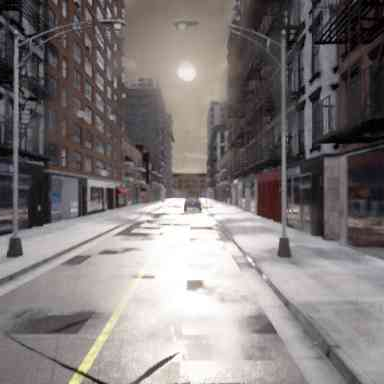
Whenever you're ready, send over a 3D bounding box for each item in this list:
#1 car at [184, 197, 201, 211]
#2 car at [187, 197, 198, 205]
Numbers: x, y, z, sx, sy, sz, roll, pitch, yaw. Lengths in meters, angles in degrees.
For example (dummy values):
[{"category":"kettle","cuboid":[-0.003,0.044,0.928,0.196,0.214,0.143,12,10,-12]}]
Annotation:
[{"category":"car","cuboid":[0.088,1.380,42.178,2.097,1.767,4.553,0,0,0]},{"category":"car","cuboid":[0.082,1.681,64.177,1.895,1.301,4.718,0,0,0]}]
